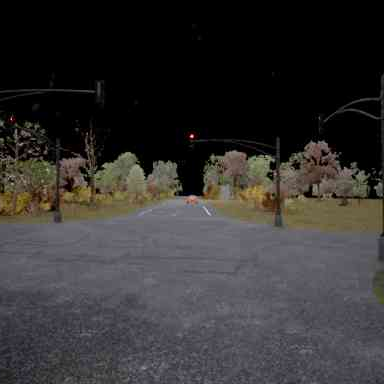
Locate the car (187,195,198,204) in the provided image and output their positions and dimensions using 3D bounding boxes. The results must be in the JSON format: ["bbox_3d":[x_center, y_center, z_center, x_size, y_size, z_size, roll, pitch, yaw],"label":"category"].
[{"bbox_3d":[0.068,1.423,67.877,2.097,1.767,4.553,0,0,0],"label":"car"}]

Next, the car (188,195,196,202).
[{"bbox_3d":[0.078,1.449,77.912,1.812,1.442,4.674,0,0,0],"label":"car"}]
